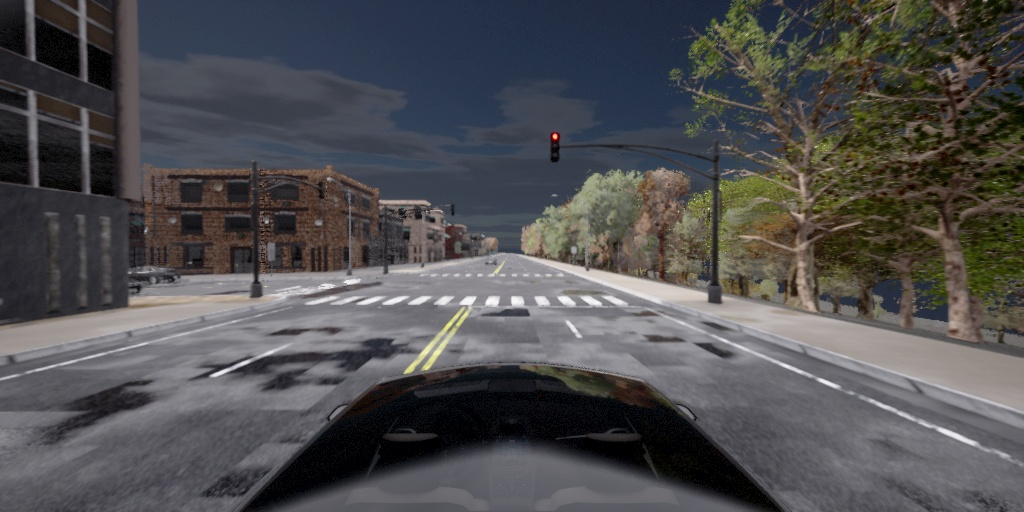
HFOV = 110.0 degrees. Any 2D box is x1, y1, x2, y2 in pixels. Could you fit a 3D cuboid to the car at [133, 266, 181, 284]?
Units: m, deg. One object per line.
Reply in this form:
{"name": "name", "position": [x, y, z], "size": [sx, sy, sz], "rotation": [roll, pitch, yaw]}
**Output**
{"name": "car", "position": [-28.338, 1.439, 27.848], "size": [4.403, 1.370, 2.007], "rotation": [0, 0, -1]}

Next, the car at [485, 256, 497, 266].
{"name": "car", "position": [-3.359, 0.778, 57.864], "size": [2.128, 1.511, 4.902], "rotation": [0, 1, 0]}

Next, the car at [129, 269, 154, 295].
{"name": "car", "position": [-22.626, 1.528, 19.330], "size": [4.313, 1.339, 1.948], "rotation": [0, 0, -1]}
